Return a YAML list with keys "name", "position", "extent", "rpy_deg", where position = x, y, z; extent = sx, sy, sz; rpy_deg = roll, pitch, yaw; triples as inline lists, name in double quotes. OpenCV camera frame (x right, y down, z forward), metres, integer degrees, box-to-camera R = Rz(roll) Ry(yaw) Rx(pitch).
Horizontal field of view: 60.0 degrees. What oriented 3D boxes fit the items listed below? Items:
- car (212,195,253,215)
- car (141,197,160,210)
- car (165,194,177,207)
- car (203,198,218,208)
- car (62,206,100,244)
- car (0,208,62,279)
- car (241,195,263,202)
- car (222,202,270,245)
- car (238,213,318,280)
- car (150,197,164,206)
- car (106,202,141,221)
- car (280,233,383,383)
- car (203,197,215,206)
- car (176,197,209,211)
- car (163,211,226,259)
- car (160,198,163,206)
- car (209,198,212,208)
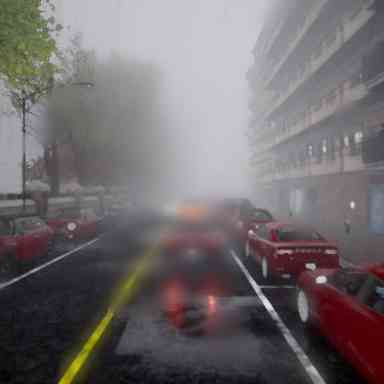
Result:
- name: "car"
  position: [2.696, 1.304, 21.052]
  extent: [2.192, 1.841, 5.009]
  rpy_deg: [0, 0, 0]
- name: "car"
  position: [-5.674, 1.510, 43.407]
  extent: [1.752, 1.417, 4.829]
  rpy_deg: [0, 0, 0]
- name: "car"
  position: [-3.064, 1.478, 51.564]
  extent: [2.128, 1.511, 4.902]
  rpy_deg: [0, 0, 0]
- name: "car"
  position: [2.710, 1.551, 49.204]
  extent: [1.947, 1.339, 4.313]
  rpy_deg: [0, 0, 0]
- name: "car"
  position: [-5.686, 1.432, 15.425]
  extent: [1.967, 1.590, 4.097]
  rpy_deg: [0, 0, 0]
- name: "car"
  position: [-5.688, 1.435, 9.796]
  extent: [1.967, 1.590, 4.097]
  rpy_deg: [0, 0, 0]
- name: "car"
  position: [14.650, 1.590, 81.823]
  extent: [5.009, 1.841, 2.192]
  rpy_deg: [1, -1, 0]
- name: "car"
  position: [2.695, 1.432, 15.422]
  extent: [1.967, 1.590, 4.097]
  rpy_deg: [0, 0, 0]
- name: "car"
  position: [2.692, 1.539, 9.793]
  extent: [1.887, 1.381, 4.507]
  rpy_deg: [0, 0, 0]
- name: "car"
  position: [-5.669, 1.513, 54.668]
  extent: [1.752, 1.417, 4.829]
  rpy_deg: [0, 0, 0]
- name: "car"
  position: [-5.680, 1.538, 26.686]
  extent: [2.008, 1.369, 4.403]
  rpy_deg: [0, 0, 0]
- name: "car"
  position: [2.691, 1.542, 4.162]
  extent: [1.887, 1.381, 4.507]
  rpy_deg: [0, 0, 0]
- name: "car"
  position: [2.711, 1.513, 55.006]
  extent: [1.752, 1.417, 4.829]
  rpy_deg: [0, 0, 0]
- name: "car"
  position: [0.058, 1.338, 28.047]
  extent: [2.097, 1.767, 4.553]
  rpy_deg: [0, 0, 0]
- name: "car"
  position: [0.046, 1.594, 12.518]
  extent: [1.895, 1.301, 4.718]
  rpy_deg: [0, 0, 1]
- name: "car"
  position: [-5.671, 1.536, 49.207]
  extent: [2.008, 1.369, 4.403]
  rpy_deg: [0, 0, 0]
- name: "car"
  position: [2.700, 1.427, 26.684]
  extent: [1.967, 1.590, 4.097]
  rpy_deg: [0, 0, 0]
